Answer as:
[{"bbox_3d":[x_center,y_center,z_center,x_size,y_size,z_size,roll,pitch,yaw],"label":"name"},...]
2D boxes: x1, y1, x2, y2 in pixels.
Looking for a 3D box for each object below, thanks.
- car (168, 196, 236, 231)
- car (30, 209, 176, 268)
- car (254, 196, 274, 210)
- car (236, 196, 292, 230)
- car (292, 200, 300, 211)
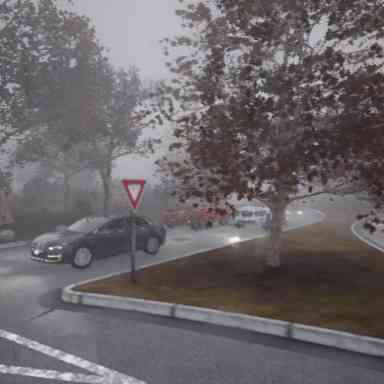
[{"bbox_3d":[0.485,1.270,21.620,2.150,2.045,5.566,0,-1,34],"label":"car"},{"bbox_3d":[-2.992,1.513,11.550,1.837,1.490,4.892,0,0,39],"label":"car"},{"bbox_3d":[9.936,1.503,46.259,2.097,1.767,4.553,0,0,4],"label":"car"},{"bbox_3d":[4.638,1.274,22.069,2.150,2.045,5.566,0,0,31],"label":"car"},{"bbox_3d":[12.956,1.609,43.925,1.882,1.535,5.008,0,0,6],"label":"car"}]
